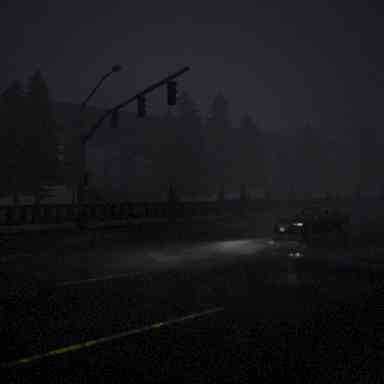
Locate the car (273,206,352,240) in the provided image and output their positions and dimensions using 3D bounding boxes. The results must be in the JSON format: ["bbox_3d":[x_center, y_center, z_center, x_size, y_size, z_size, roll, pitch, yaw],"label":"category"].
[{"bbox_3d":[6.215,1.484,17.003,4.902,1.511,2.128,0,0,-35],"label":"car"}]
